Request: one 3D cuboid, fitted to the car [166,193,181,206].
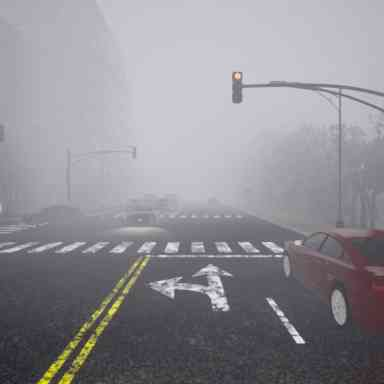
[{"bbox_3d":[-3.348,1.236,53.577,2.150,2.045,5.566,0,0,0],"label":"car"}]

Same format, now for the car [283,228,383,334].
[{"bbox_3d":[3.349,1.477,6.908,1.882,1.535,5.008,0,0,0],"label":"car"}]

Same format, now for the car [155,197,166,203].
[{"bbox_3d":[-6.509,1.620,68.574,1.895,1.301,4.718,0,0,0],"label":"car"}]

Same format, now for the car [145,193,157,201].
[{"bbox_3d":[-6.598,1.236,53.321,2.150,2.045,5.566,0,0,0],"label":"car"}]

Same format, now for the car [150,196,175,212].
[{"bbox_3d":[-3.355,1.510,38.451,1.837,1.490,4.892,0,0,0],"label":"car"}]

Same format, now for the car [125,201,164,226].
[{"bbox_3d":[-3.359,1.603,23.368,1.994,1.385,4.181,0,0,0],"label":"car"}]

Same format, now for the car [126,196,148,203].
[{"bbox_3d":[-6.606,1.531,38.852,1.812,1.442,4.674,0,0,0],"label":"car"}]

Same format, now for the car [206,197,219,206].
[{"bbox_3d":[3.344,1.539,54.163,1.812,1.442,4.674,0,0,0],"label":"car"}]

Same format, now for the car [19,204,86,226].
[{"bbox_3d":[-10.325,1.630,24.904,4.674,1.442,1.812,-1,1,-42],"label":"car"}]
